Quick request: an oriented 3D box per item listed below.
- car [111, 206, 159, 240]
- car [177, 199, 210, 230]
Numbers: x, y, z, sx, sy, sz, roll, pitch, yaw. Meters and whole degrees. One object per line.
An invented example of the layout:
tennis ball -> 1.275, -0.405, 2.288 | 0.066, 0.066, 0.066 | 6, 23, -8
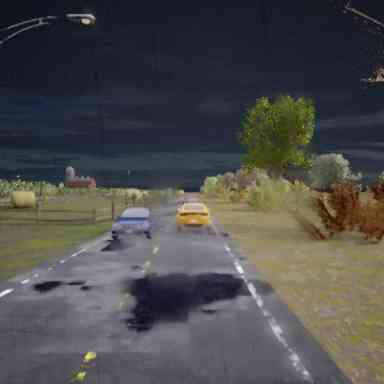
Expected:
car -> -2.749, 1.479, 16.939 | 1.812, 1.442, 4.674 | 0, 0, 0
car -> 0.101, 1.422, 20.730 | 1.882, 1.535, 5.008 | 0, 0, 0
